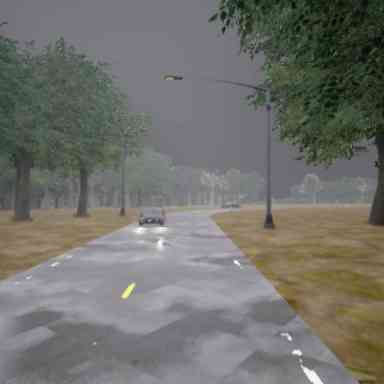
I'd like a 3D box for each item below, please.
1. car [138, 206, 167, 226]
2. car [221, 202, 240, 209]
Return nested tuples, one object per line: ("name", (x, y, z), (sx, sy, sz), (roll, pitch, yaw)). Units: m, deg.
("car", (-3.075, 1.882, 26.605), (1.837, 1.490, 4.892), (0, -1, 0))
("car", (7.739, 2.647, 66.513), (1.882, 1.535, 5.008), (-2, -2, 39))
